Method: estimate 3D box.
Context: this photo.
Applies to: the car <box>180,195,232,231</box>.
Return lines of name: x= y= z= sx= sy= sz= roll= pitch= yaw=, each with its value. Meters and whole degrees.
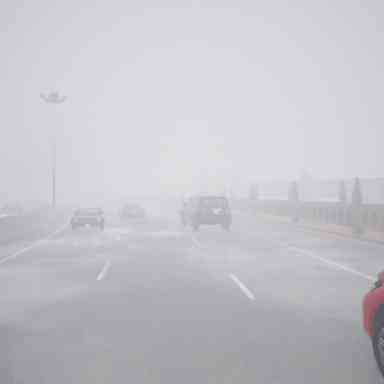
car: x=0.748 y=1.222 z=20.854 sx=2.150 sy=2.045 sz=5.566 roll=0 pitch=0 yaw=-13

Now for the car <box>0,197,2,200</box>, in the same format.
car: x=-41.911 y=1.855 z=71.982 sx=2.033 sy=1.411 sz=5.357 roll=-1 pitch=0 yaw=-34

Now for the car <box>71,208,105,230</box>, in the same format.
car: x=-6.565 y=1.642 z=21.380 sx=1.895 sy=1.301 sz=4.718 roll=0 pitch=0 yaw=-14

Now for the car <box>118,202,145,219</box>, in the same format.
car: x=-5.441 y=1.599 z=29.684 sx=1.994 sy=1.385 sz=4.181 roll=0 pitch=0 yaw=-19

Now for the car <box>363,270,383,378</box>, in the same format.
car: x=3.349 y=1.210 z=1.932 sx=2.150 sy=2.045 sz=5.566 roll=0 pitch=0 yaw=-2

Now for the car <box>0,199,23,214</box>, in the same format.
car: x=-20.074 y=1.705 z=37.350 sx=1.994 sy=1.385 sz=4.181 roll=0 pitch=0 yaw=-27
